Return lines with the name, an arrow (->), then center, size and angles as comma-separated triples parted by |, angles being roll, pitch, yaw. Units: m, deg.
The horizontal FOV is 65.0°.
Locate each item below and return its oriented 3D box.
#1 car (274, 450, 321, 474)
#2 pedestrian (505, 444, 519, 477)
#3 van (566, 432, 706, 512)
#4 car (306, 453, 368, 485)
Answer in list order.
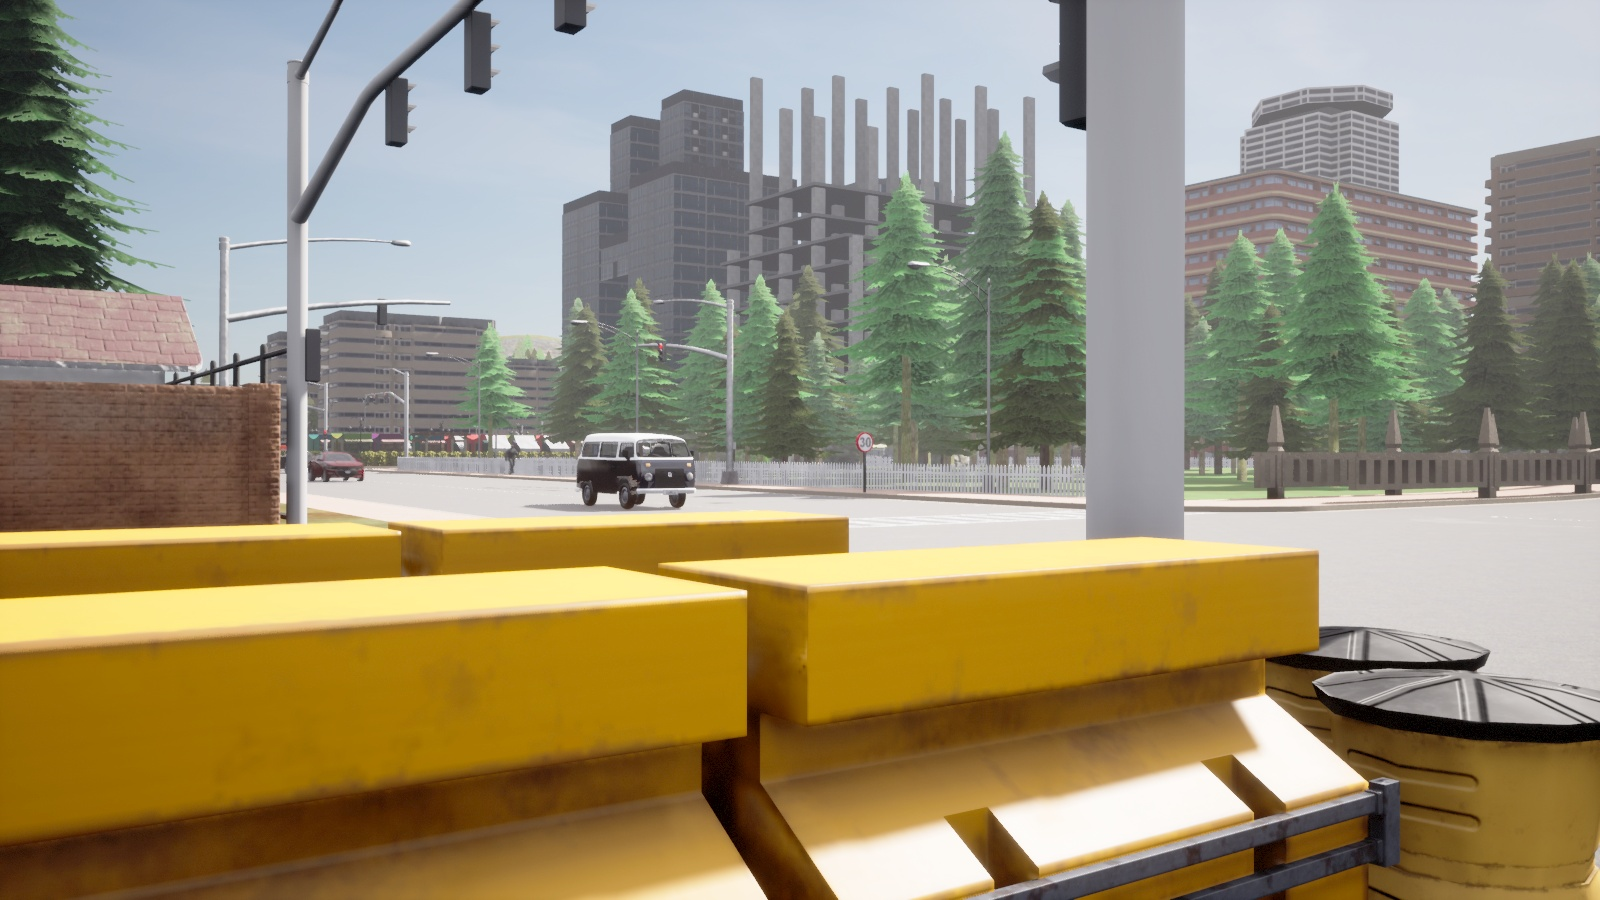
car -> -35.247, 0.813, 88.001 | 2.152, 1.651, 5.027 | 0, 0, -33
pedestrian -> -16.895, 0.619, 73.594 | 0.563, 1.883, 0.849 | 0, 0, -33
van -> -4.568, 0.562, 34.452 | 2.069, 2.038, 4.480 | 0, 0, -33
car -> -23.386, 0.925, 63.362 | 1.882, 1.535, 5.008 | 0, 0, -33
